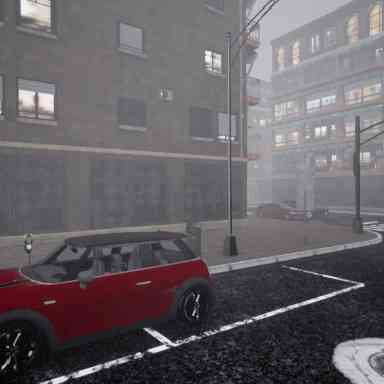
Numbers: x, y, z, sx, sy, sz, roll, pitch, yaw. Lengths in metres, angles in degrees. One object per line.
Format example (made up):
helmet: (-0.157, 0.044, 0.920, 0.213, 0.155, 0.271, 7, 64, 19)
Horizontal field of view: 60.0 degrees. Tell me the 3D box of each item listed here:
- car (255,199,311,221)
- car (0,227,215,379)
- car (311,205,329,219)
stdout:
car: (6.831, 1.473, 26.206, 1.802, 1.307, 4.206, 0, 0, -35)
car: (-1.662, 1.440, 5.432, 4.097, 1.590, 1.967, 0, 0, -35)
car: (8.918, 1.347, 27.726, 1.882, 1.535, 5.008, -1, 1, -35)
